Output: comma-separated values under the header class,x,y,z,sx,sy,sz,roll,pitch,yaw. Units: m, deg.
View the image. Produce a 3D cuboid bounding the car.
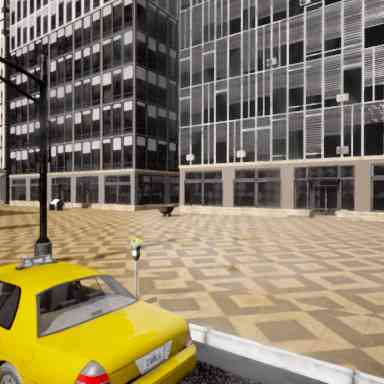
class,x,y,z,sx,sy,sz,roll,pitch,yaw
car,-2.228,1.525,4.479,4.829,1.417,1.752,0,0,36
